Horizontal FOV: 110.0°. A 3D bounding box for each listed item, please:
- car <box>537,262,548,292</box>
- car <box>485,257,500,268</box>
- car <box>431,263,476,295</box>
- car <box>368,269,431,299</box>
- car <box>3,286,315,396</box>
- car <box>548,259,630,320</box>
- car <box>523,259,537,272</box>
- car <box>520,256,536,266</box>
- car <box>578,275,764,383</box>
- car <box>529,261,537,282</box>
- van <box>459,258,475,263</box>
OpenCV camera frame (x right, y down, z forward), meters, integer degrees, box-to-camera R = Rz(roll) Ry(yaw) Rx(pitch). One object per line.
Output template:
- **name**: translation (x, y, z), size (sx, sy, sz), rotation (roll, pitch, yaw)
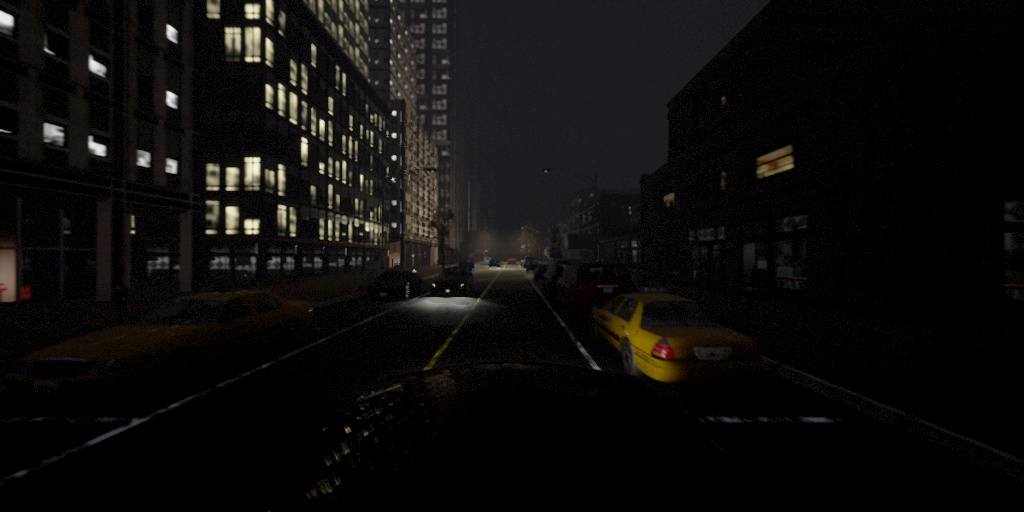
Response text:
- **car**: translation (2.688, 1.066, 18.019), size (2.192, 1.841, 5.009), rotation (0, 0, 0)
- **car**: translation (-3.036, 1.251, 61.535), size (1.882, 1.535, 5.008), rotation (0, 0, 1)
- **car**: translation (-3.103, 1.299, 19.958), size (2.033, 1.411, 5.357), rotation (0, 0, 0)
- **car**: translation (-5.692, 1.318, 18.021), size (1.948, 1.339, 4.313), rotation (0, 0, 0)
- **car**: translation (-5.692, 1.276, 6.777), size (1.751, 1.417, 4.829), rotation (0, 0, 0)
- **car**: translation (2.689, 1.065, 12.483), size (2.192, 1.841, 5.009), rotation (0, 0, 0)
- **car**: translation (2.686, 1.344, 45.704), size (1.802, 1.307, 4.207), rotation (0, 0, 0)
- **car**: translation (2.994, 0.997, 60.205), size (2.150, 2.045, 5.566), rotation (0, 0, 0)
- **car**: translation (2.689, 1.276, 7.115), size (1.751, 1.417, 4.829), rotation (0, 0, 0)
- **car**: translation (2.687, 1.320, 29.093), size (1.948, 1.339, 4.313), rotation (0, 0, 0)
- **van**: translation (-5.695, 1.102, 45.705), size (1.690, 1.789, 3.998), rotation (0, 0, 0)
